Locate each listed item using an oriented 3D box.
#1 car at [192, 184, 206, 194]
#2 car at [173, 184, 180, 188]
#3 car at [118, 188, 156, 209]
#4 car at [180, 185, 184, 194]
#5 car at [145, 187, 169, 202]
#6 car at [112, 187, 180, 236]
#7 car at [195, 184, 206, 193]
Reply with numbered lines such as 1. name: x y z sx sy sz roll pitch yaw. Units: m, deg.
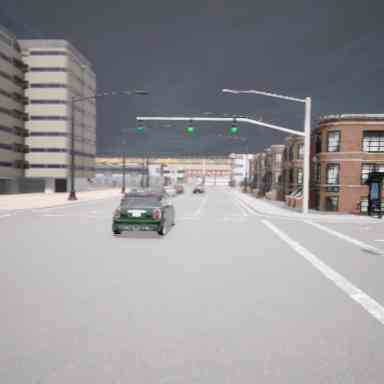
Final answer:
1. car: 1.142 -0.310 60.145 1.895 1.301 4.718 1 2 4
2. car: -3.262 -0.054 47.833 1.812 1.442 4.674 1 2 5
3. car: -4.712 0.490 29.063 2.128 1.511 4.902 1 2 5
4. car: -2.518 -0.540 57.982 2.097 1.767 4.553 1 2 4
5. car: -4.002 0.186 38.474 1.882 1.535 5.008 1 2 4
6. car: -1.994 0.833 15.048 2.097 1.767 4.553 1 2 4
7. car: 1.866 -0.864 70.171 2.097 1.767 4.553 1 2 4
